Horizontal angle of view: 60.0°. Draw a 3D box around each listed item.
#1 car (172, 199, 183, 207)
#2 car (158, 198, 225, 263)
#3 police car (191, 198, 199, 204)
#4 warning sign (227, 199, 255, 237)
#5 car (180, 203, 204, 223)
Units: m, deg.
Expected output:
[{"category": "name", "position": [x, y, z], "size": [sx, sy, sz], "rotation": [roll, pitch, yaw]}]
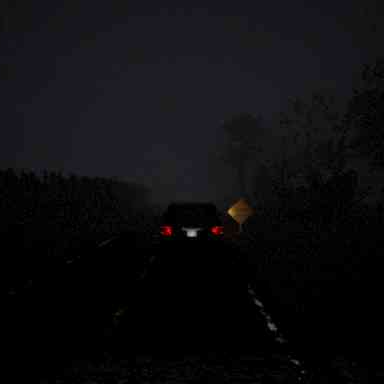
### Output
[{"category": "car", "position": [-2.775, 2.162, 64.997], "size": [1.882, 1.535, 5.008], "rotation": [0, -1, 1]}, {"category": "car", "position": [0.007, 1.345, 12.590], "size": [2.150, 2.045, 5.566], "rotation": [0, 0, 0]}, {"category": "police car", "position": [0.816, 2.378, 86.902], "size": [1.930, 1.638, 5.238], "rotation": [0, -1, 0]}, {"category": "warning sign", "position": [2.452, 1.276, 16.793], "size": [1.300, 1.860, 1.060], "rotation": [0, 0, 0]}, {"category": "car", "position": [0.025, 1.766, 29.253], "size": [1.882, 1.535, 5.008], "rotation": [0, 0, 1]}]
